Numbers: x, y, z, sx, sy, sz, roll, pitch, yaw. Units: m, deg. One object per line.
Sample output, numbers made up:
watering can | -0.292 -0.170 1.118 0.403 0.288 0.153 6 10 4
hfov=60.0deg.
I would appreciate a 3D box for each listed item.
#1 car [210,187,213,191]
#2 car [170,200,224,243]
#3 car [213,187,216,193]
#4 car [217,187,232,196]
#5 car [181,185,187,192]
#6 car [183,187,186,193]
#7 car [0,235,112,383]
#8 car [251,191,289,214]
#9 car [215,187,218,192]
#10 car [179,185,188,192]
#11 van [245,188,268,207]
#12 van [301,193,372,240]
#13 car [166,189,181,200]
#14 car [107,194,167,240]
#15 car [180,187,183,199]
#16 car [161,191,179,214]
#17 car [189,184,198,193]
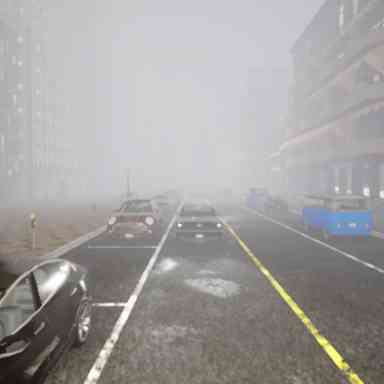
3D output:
car | 6.073 -0.513 80.616 1.887 1.381 4.507 0 1 0
car | 0.264 1.225 14.155 1.895 1.301 4.718 0 2 0
car | 6.069 -0.263 69.743 1.752 1.417 4.829 0 1 0
car | 6.066 0.058 58.532 1.947 1.339 4.313 0 1 0
car | -2.307 -0.499 80.620 1.947 1.339 4.313 0 1 0
car | -2.319 0.329 47.493 1.947 1.339 4.313 0 1 0
car | -2.336 1.472 3.325 1.947 1.339 4.313 0 2 0
car | 6.053 0.883 25.404 1.887 1.381 4.507 0 1 0
car | 6.068 -0.125 64.221 1.752 1.417 4.829 0 1 0
car | -2.304 -1.021 91.656 2.192 1.841 5.009 0 1 0
van | 6.055 0.537 30.920 1.690 1.788 3.998 0 1 0
van | 6.048 0.965 14.358 1.690 1.788 3.998 0 1 0
car | -2.326 0.740 30.929 2.008 1.369 4.403 0 1 0
car | -2.332 1.057 14.364 1.967 1.590 4.097 0 1 0
car | -2.324 0.487 36.448 1.967 1.590 4.097 0 1 0
car | -2.328 0.882 25.408 2.008 1.369 4.403 0 1 0
car | 0.388 -0.905 83.259 2.150 2.045 5.566 0 1 0
